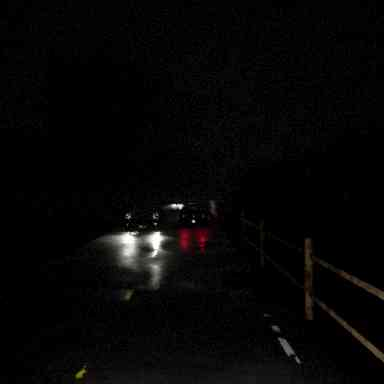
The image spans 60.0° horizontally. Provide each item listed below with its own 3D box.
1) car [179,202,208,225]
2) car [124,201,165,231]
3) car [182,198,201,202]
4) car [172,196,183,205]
[{"bbox_3d":[0.088,1.624,23.971,1.895,1.301,4.718,0,0,0],"label":"car"},{"bbox_3d":[-2.854,1.370,20.847,2.097,1.767,4.553,0,0,0],"label":"car"},{"bbox_3d":[0.090,1.555,41.816,1.837,1.490,4.892,0,0,0],"label":"car"},{"bbox_3d":[-2.551,1.540,62.323,2.128,1.511,4.902,0,0,3],"label":"car"}]
